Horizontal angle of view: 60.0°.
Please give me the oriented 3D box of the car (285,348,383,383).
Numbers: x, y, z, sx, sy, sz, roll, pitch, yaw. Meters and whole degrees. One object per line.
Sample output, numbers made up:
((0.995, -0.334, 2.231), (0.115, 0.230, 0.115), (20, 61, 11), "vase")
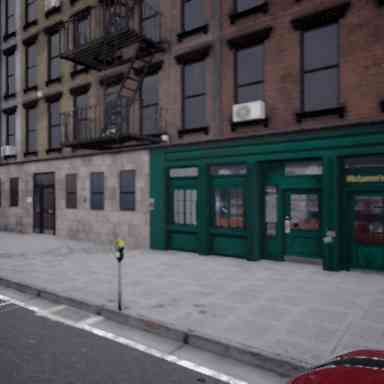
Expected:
((2.135, 1.431, 1.285), (4.097, 1.590, 1.967), (-1, 0, 36), "car")
